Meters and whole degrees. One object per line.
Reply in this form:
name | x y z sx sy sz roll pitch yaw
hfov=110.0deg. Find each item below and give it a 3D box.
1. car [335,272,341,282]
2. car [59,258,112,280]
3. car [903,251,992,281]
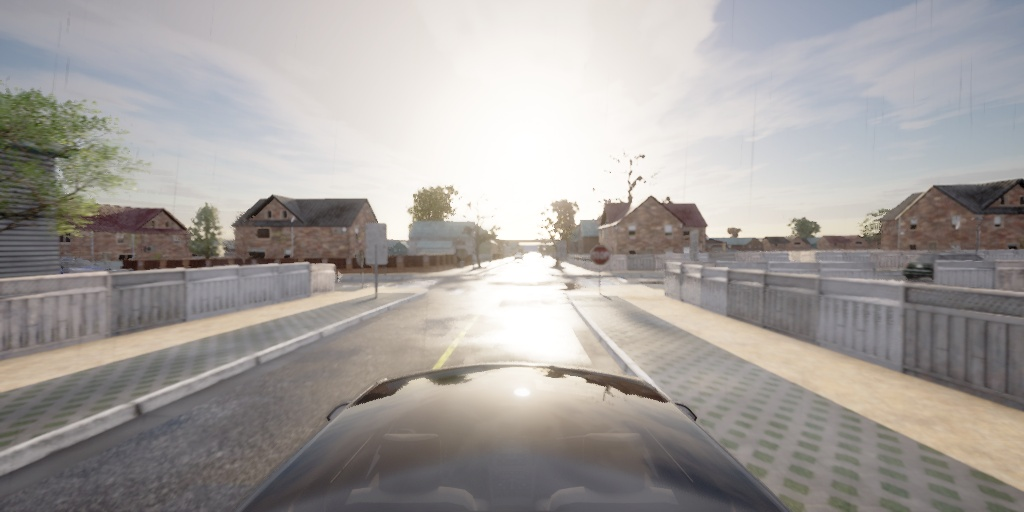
car | -13.837 1.332 23.455 4.718 1.301 1.895 -1 2 4
car | -30.528 1.164 24.591 5.566 2.045 2.150 0 2 4
car | 25.819 0.601 20.718 4.553 1.767 2.097 -1 2 4
